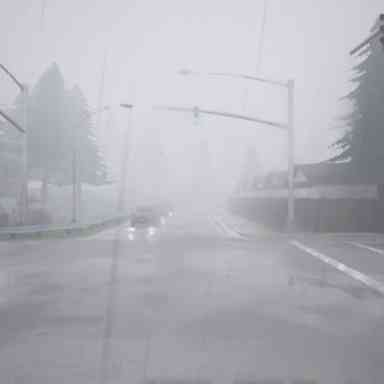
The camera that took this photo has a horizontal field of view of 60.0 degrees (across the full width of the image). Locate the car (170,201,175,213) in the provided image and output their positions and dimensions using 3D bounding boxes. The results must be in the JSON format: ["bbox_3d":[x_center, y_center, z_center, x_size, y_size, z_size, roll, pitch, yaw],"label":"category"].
[{"bbox_3d":[-3.499,2.074,46.527,1.837,1.490,4.892,0,-1,2],"label":"car"}]

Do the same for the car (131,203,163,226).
[{"bbox_3d":[-3.594,1.827,26.259,1.837,1.490,4.892,0,-1,0],"label":"car"}]

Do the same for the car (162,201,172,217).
[{"bbox_3d":[-3.586,2.007,36.172,1.994,1.385,4.181,0,-1,0],"label":"car"}]
